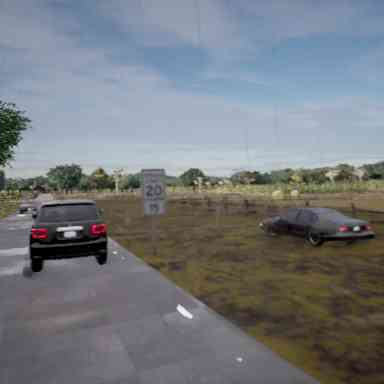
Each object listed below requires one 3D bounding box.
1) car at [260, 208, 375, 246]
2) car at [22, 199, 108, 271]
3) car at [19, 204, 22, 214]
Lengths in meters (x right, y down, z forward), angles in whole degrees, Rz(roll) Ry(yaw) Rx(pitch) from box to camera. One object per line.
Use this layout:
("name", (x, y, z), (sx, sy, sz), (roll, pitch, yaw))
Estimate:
("car", (5.074, 1.380, 14.361), (2.033, 1.411, 5.357), (-1, 0, -20))
("car", (-4.283, 1.260, 11.619), (2.150, 2.045, 5.566), (-2, 1, -21))
("car", (-19.232, 1.758, 39.453), (1.837, 1.490, 4.892), (-2, 1, -24))
